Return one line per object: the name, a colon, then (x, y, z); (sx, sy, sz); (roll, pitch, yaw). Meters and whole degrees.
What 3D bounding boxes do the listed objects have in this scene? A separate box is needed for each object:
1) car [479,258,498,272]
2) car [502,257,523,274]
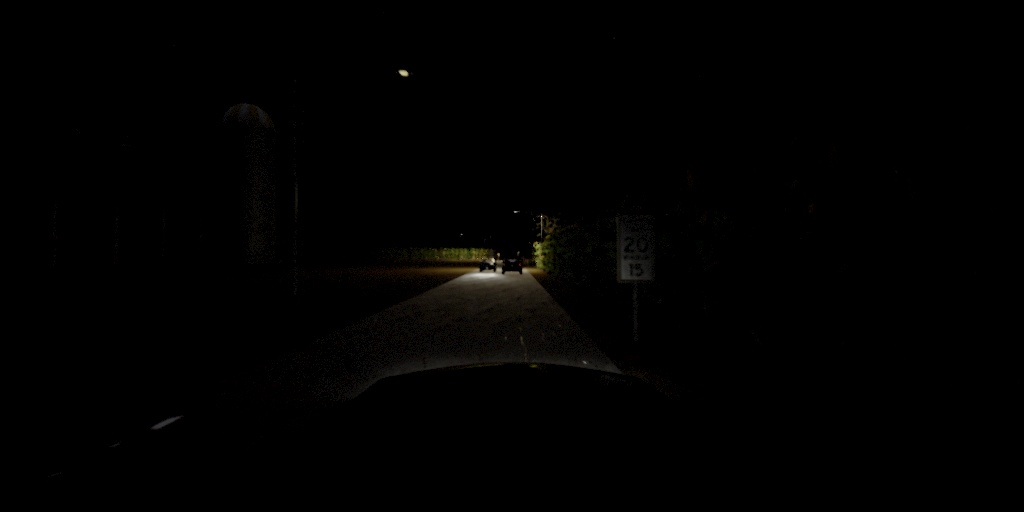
car: (-2.738, 1.045, 41.811); (2.128, 1.511, 4.902); (0, 0, 0)
car: (0.011, 0.930, 37.190); (2.097, 1.767, 4.553); (0, 0, 0)
